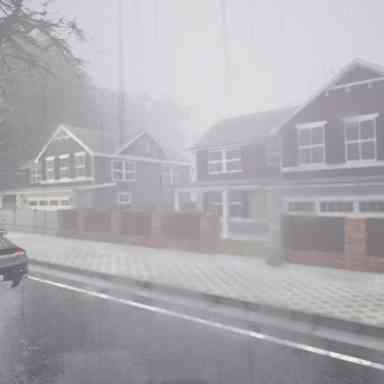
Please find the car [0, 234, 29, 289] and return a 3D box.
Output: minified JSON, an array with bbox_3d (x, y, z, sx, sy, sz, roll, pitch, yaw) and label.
[{"bbox_3d":[-6.003,1.621,8.263,4.902,1.511,2.128,-1,-1,36],"label":"car"}]
